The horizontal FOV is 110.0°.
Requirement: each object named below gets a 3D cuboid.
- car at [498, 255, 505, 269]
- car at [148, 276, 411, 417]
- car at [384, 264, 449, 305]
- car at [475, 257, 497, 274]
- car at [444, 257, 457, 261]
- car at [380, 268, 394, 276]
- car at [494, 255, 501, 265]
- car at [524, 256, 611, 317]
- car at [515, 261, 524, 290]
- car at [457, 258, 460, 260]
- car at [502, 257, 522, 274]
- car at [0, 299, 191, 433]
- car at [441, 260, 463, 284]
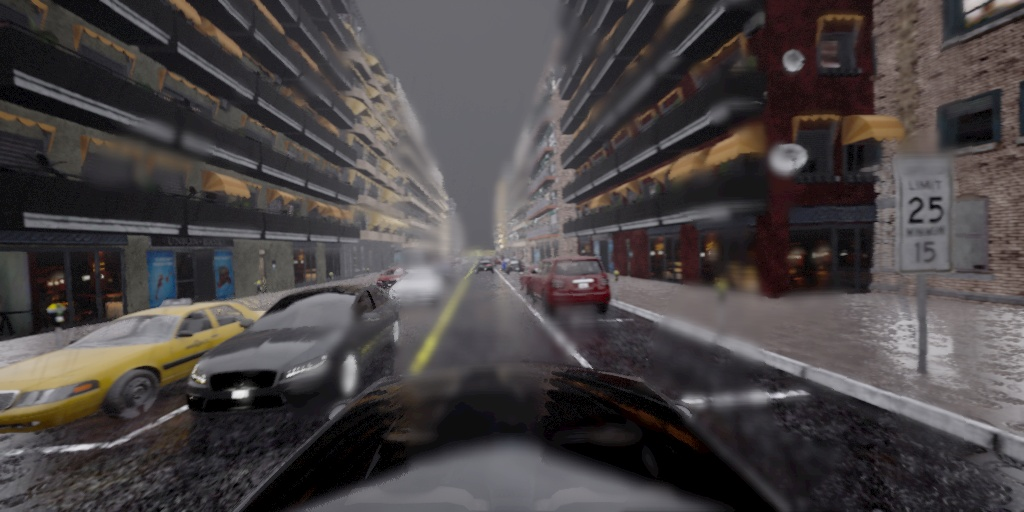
[{"bbox_3d":[-0.284,0.978,43.758,1.882,1.535,5.008,-2,0,-5],"label":"car"},{"bbox_3d":[-3.357,1.347,6.580,1.837,1.490,4.892,-2,0,-5],"label":"car"},{"bbox_3d":[-4.202,1.338,16.529,1.812,1.442,4.674,-2,0,-5],"label":"car"},{"bbox_3d":[-2.936,1.127,39.135,1.837,1.490,4.892,-2,-1,-5],"label":"car"},{"bbox_3d":[-10.260,1.318,57.127,1.888,1.381,4.507,0,0,-5],"label":"car"},{"bbox_3d":[-7.357,1.429,23.264,1.888,1.381,4.507,0,0,-5],"label":"car"},{"bbox_3d":[-1.953,0.785,57.897,2.192,1.841,5.009,0,0,-5],"label":"car"},{"bbox_3d":[1.918,0.931,12.749,2.192,1.841,5.009,0,0,-5],"label":"car"},{"bbox_3d":[1.434,1.144,18.392,1.888,1.381,4.507,0,0,-5],"label":"car"},{"bbox_3d":[-10.744,1.067,62.770,2.192,1.841,5.009,0,0,-5],"label":"car"},{"bbox_3d":[0.325,1.049,36.783,1.812,1.442,4.674,-2,0,-5],"label":"car"},{"bbox_3d":[-5.890,1.461,6.162,1.751,1.417,4.829,0,0,-5],"label":"car"},{"bbox_3d":[-5.095,1.327,26.964,2.033,1.411,5.357,-2,0,-5],"label":"car"}]
